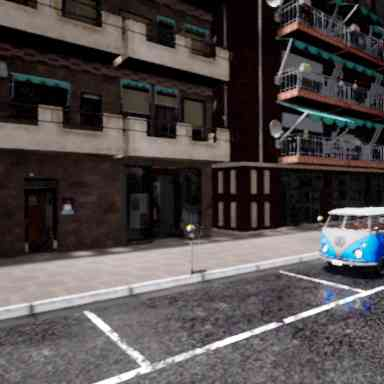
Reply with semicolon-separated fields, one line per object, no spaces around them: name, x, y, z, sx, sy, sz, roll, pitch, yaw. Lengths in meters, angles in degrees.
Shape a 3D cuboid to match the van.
van;5.584;1.363;10.116;3.998;1.788;1.690;0;-1;-36
